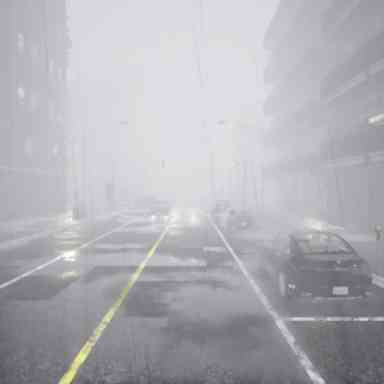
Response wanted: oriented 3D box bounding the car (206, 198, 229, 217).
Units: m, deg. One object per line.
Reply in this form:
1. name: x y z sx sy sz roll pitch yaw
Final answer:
1. car: 2.675 1.418 30.921 1.967 1.590 4.097 -1 0 0

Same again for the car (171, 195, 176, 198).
1. car: -5.675 1.483 85.744 1.752 1.417 4.829 -1 0 0

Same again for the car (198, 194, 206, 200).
1. car: 2.670 1.397 91.548 1.967 1.590 4.097 -1 0 0

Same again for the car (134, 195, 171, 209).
1. car: -5.705 1.351 46.563 4.553 1.767 2.097 -1 1 0

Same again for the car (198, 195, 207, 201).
1. car: 2.671 1.399 80.207 1.967 1.590 4.097 -1 0 0

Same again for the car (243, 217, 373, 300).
1. car: 2.679 1.544 8.181 2.008 1.369 4.403 -1 0 0

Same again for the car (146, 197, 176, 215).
1. car: -3.028 1.523 33.585 2.033 1.411 5.357 0 0 0

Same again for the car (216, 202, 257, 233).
1. car: 2.678 1.529 19.552 1.887 1.381 4.507 -1 0 0

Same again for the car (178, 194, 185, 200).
1. car: -3.008 1.418 91.753 1.882 1.535 5.008 0 0 0
